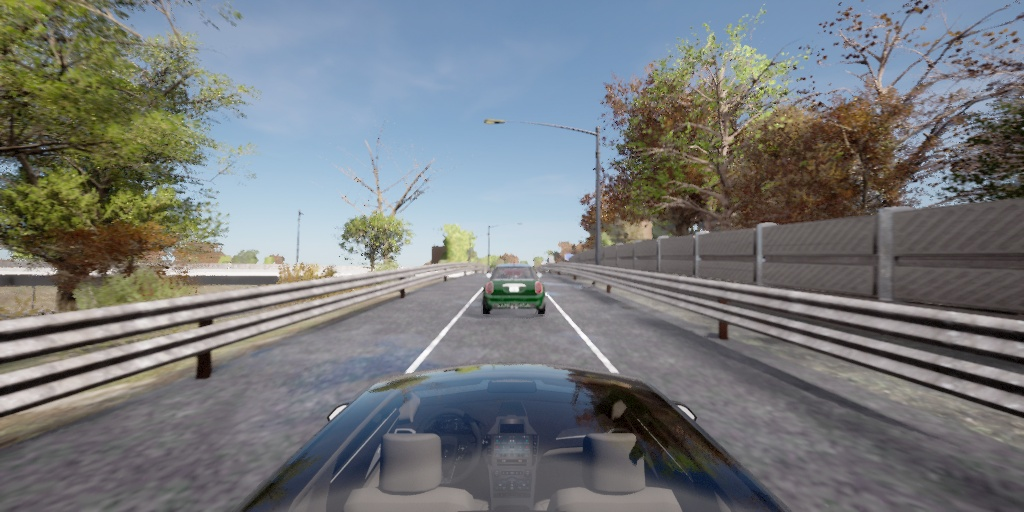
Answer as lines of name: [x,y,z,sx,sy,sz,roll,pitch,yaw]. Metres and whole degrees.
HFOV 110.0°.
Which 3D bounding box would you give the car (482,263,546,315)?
car: [0.077,1.049,13.444,2.097,1.767,4.553,0,0,0]
